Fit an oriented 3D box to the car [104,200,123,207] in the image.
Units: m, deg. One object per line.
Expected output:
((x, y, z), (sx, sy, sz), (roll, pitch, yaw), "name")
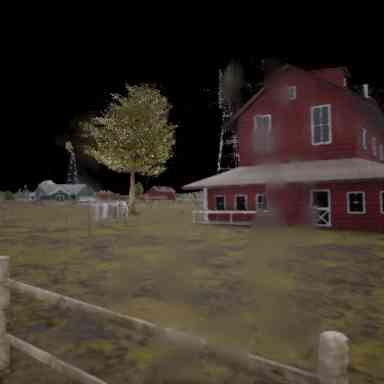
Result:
((-17.071, 2.441, 71.173), (2.128, 1.511, 4.902), (-2, -2, 36), "car")
